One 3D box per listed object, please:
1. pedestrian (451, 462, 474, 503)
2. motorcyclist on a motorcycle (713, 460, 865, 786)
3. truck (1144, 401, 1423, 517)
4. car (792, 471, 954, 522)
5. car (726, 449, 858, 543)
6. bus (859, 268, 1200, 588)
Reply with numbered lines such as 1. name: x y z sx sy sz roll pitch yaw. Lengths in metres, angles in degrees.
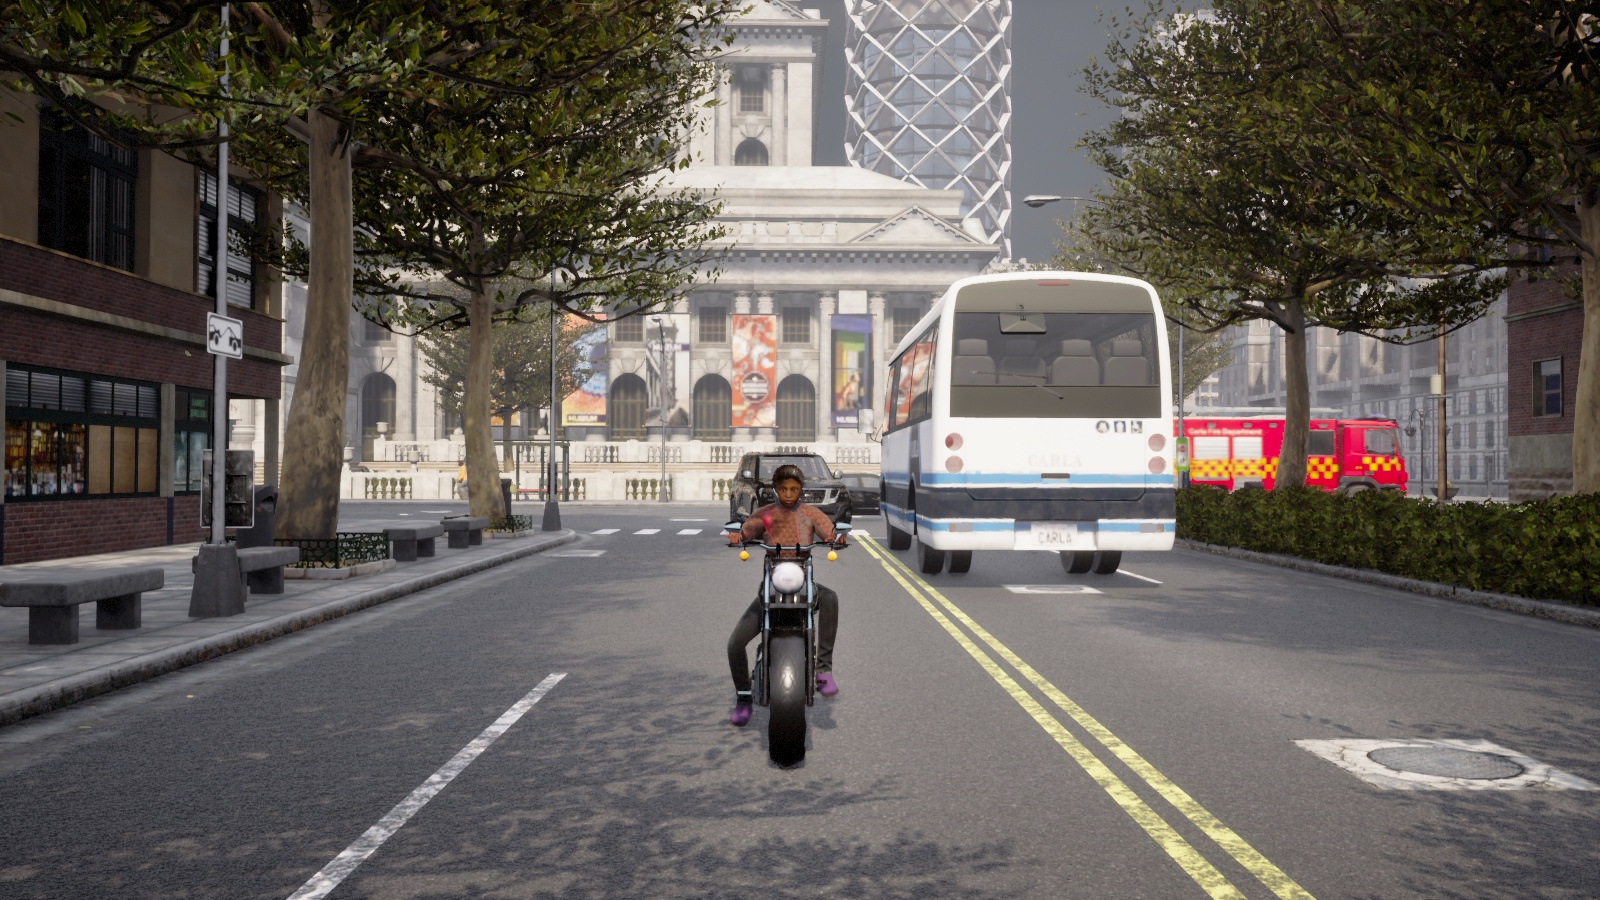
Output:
1. pedestrian: -15.359 1.491 57.223 0.900 1.855 0.874 0 -1 -7
2. motorcyclist on a motorcycle: -0.065 0.892 7.543 0.766 1.649 2.350 0 -1 -1
3. truck: 16.489 0.309 43.264 8.468 3.827 2.891 0 -1 0
4. car: 2.242 1.448 39.698 5.008 1.535 1.882 0 -1 0
5. car: -0.332 1.043 30.316 2.150 2.045 5.566 0 -1 -12
6. bus: 3.303 -0.209 21.872 3.944 4.253 10.273 0 -1 0
